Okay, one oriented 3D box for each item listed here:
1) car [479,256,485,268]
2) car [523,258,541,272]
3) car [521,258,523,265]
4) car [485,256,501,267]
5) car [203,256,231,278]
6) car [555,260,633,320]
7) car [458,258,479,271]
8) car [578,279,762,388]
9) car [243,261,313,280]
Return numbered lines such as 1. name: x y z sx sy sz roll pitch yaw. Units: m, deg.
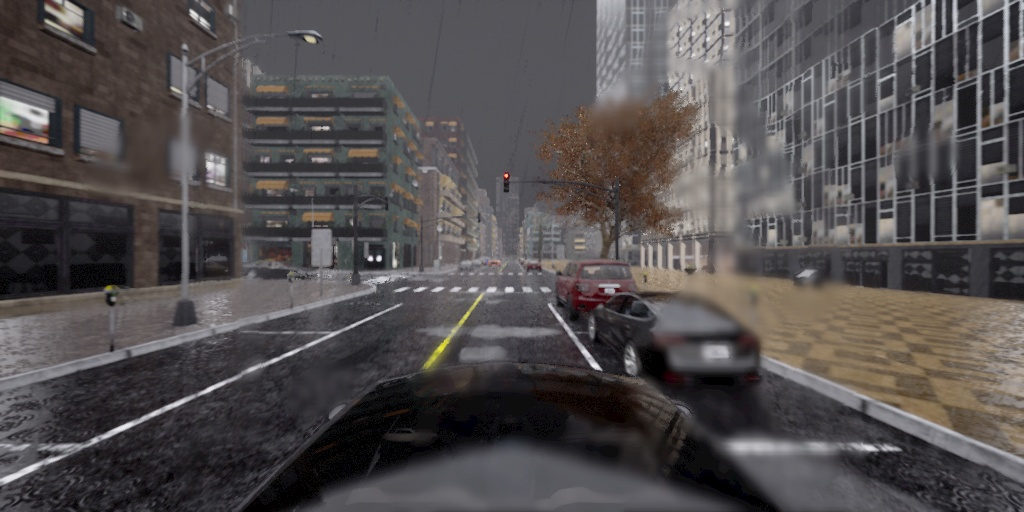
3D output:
1. car: -5.693 1.167 55.767 2.007 1.370 4.403 0 0 0
2. car: 2.688 1.183 44.702 1.888 1.381 4.507 0 0 0
3. car: 2.687 1.142 55.937 1.751 1.417 4.829 0 0 0
4. car: -3.004 0.945 62.230 2.097 1.767 4.553 0 0 0
5. car: -21.834 0.921 25.229 4.829 1.417 1.751 0 0 -1
6. car: 2.691 1.034 12.314 2.192 1.841 5.009 0 0 0
7. car: -5.692 1.188 44.701 2.007 1.370 4.403 0 0 0
8. car: 2.691 1.301 6.791 1.948 1.339 4.313 0 0 0
9. car: -16.437 1.024 25.284 4.403 1.370 2.007 0 0 -1
